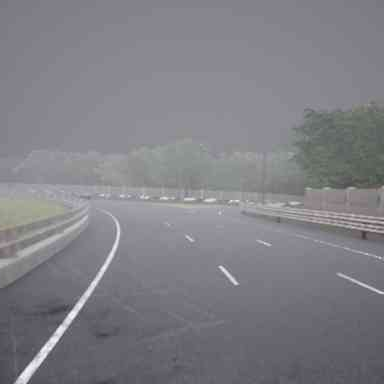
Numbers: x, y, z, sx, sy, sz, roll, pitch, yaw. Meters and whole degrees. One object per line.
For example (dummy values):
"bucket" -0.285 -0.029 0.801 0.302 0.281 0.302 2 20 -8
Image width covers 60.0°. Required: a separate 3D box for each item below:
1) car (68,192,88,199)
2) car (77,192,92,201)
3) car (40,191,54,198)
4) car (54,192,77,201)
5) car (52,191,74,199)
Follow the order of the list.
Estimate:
"car" -25.834 0.779 75.325 4.902 1.511 2.128 2 0 42
"car" -21.299 0.924 65.260 1.882 1.535 5.008 3 0 -40
"car" -30.716 0.551 70.314 4.674 1.442 1.812 2 0 42
"car" -24.060 0.880 63.109 1.994 1.385 4.181 3 0 -40
"car" -28.276 0.680 72.819 5.357 1.411 2.033 2 0 42
